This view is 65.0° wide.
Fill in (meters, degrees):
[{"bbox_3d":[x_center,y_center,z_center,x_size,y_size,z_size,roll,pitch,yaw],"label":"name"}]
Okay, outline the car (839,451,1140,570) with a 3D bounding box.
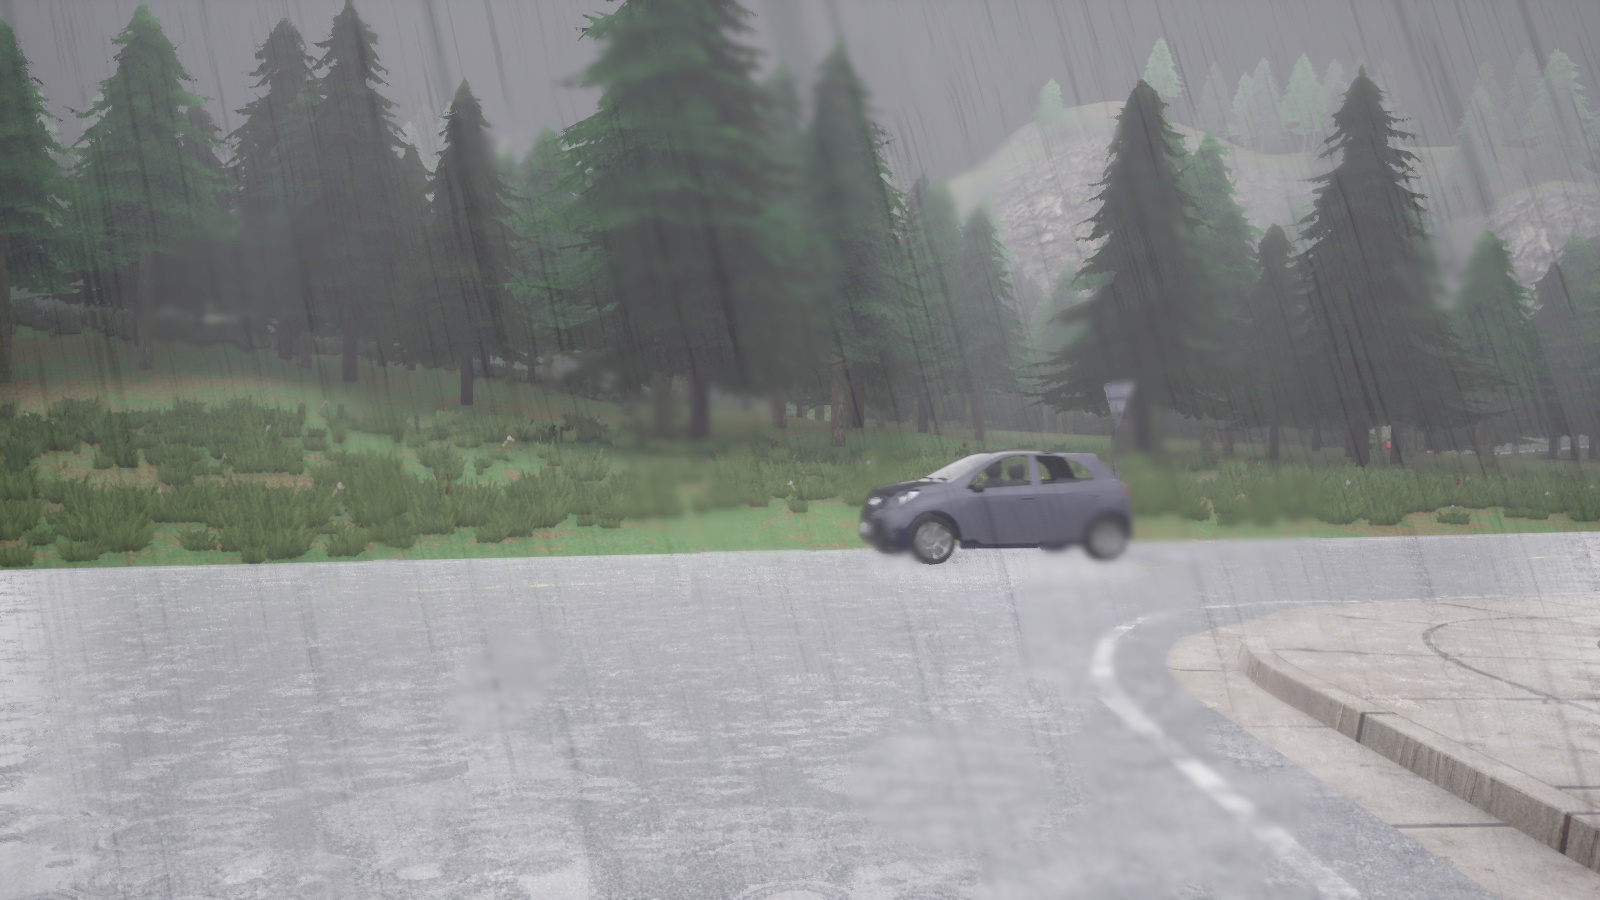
[{"bbox_3d":[2.550,0.777,17.203,3.633,1.501,1.845,1,0,-16],"label":"car"}]
